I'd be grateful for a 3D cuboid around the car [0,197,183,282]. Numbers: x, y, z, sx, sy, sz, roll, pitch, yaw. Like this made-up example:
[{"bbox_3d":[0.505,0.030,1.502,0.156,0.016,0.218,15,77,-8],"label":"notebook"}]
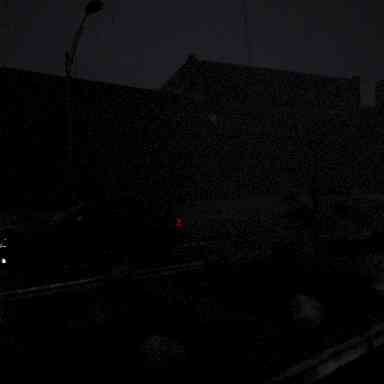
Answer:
[{"bbox_3d":[-2.899,1.190,10.072,5.566,2.045,2.150,0,0,-35],"label":"car"}]
